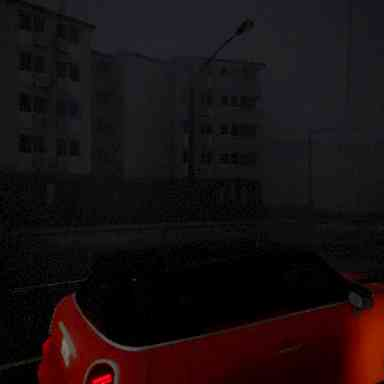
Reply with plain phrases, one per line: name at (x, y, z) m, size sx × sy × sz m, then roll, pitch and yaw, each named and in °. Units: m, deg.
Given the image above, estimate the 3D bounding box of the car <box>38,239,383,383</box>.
car at (0.768, 1.351, 3.860) m, size 4.553 × 1.767 × 2.097 m, roll 0°, pitch 0°, yaw -31°
